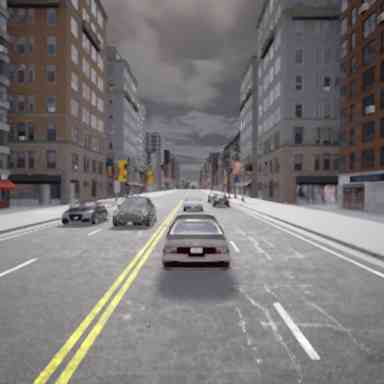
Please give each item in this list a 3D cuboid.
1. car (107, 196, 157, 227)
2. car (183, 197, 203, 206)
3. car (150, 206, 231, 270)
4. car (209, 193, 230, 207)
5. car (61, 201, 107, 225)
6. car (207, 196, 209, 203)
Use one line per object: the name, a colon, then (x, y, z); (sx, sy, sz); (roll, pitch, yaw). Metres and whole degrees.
car: (-3.344, 1.061, 20.067); (2.097, 1.767, 4.553); (0, 1, 0)
car: (0.109, 1.129, 33.442); (1.895, 1.301, 4.718); (0, 1, 0)
car: (0.104, 1.399, 10.393); (2.033, 1.411, 5.357); (0, 1, 0)
car: (3.362, 0.977, 39.455); (1.812, 1.442, 4.674); (0, 0, -1)
car: (-6.595, 1.258, 20.870); (1.994, 1.385, 4.181); (0, 1, 0)
car: (3.263, 0.865, 49.147); (2.033, 1.411, 5.357); (0, 1, 0)
